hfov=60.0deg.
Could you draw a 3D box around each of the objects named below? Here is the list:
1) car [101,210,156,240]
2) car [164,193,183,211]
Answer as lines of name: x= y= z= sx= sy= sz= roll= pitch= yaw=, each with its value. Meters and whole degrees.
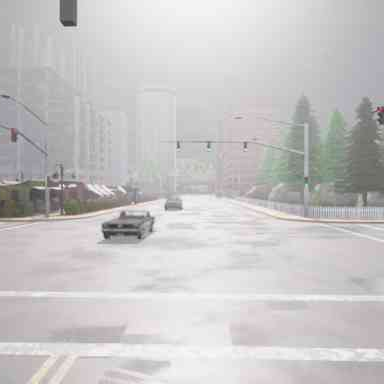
car: x=-3.127 y=1.600 z=17.152 sx=1.895 sy=1.301 sz=4.718 roll=0 pitch=0 yaw=3
car: x=-2.264 y=1.341 z=41.630 sx=2.097 sy=1.767 sz=4.553 roll=0 pitch=0 yaw=2
